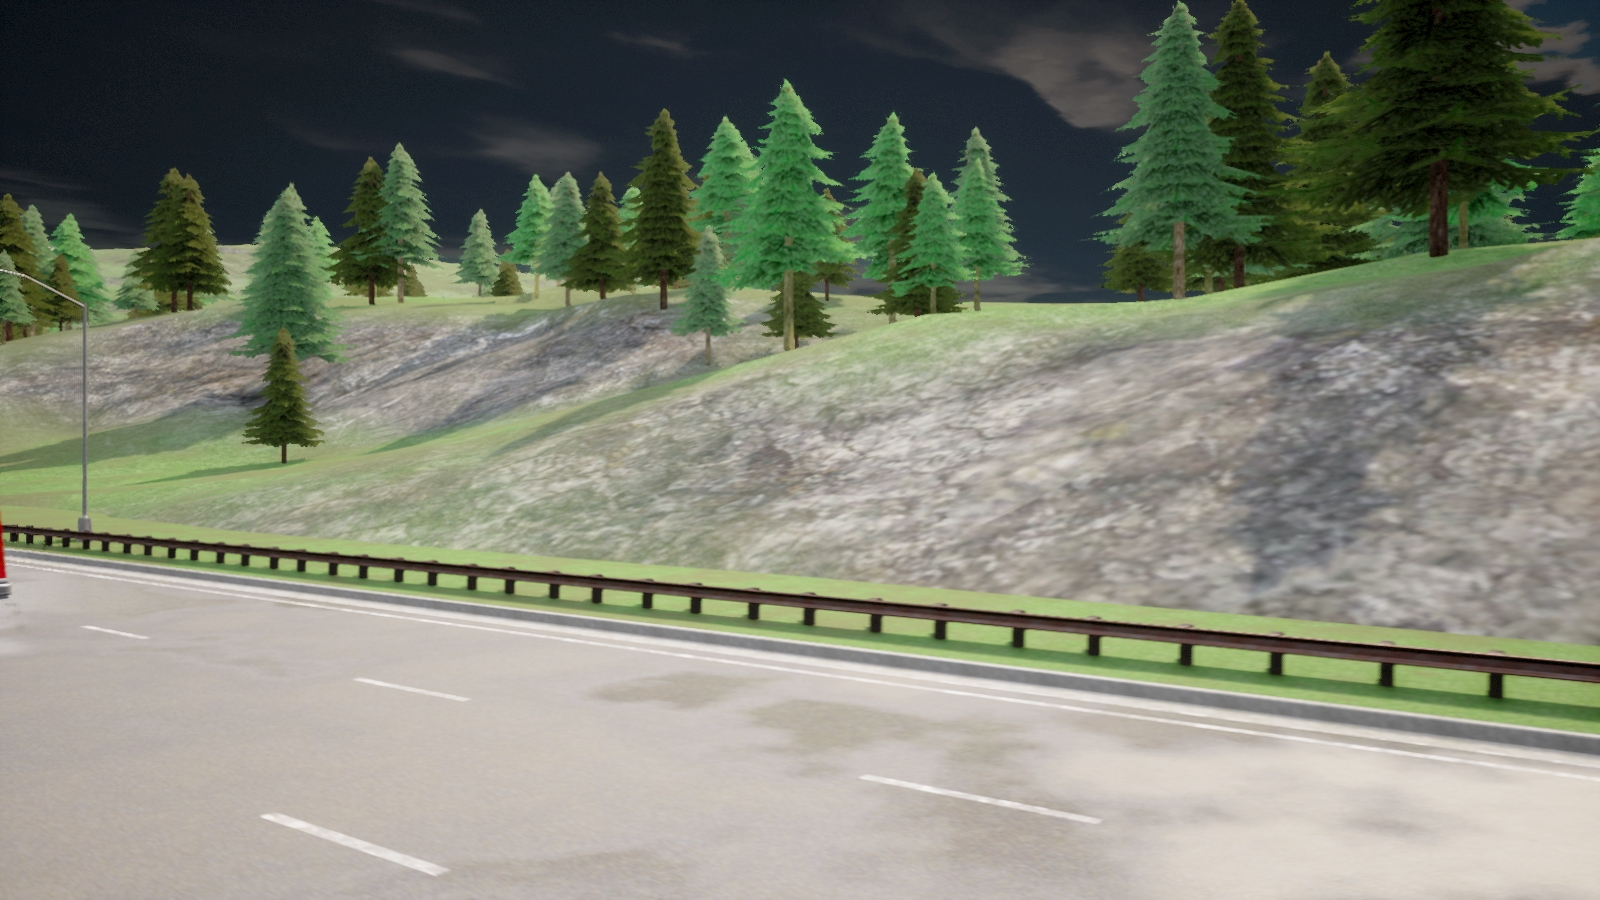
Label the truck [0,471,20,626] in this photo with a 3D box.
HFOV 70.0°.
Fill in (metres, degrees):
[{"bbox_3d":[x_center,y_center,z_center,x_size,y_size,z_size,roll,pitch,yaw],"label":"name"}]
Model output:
[{"bbox_3d":[-15.502,1.570,18.900,5.204,2.467,2.627,0,0,35],"label":"truck"}]
